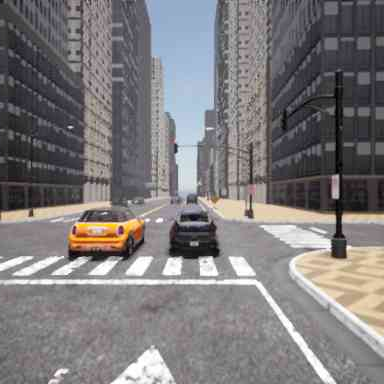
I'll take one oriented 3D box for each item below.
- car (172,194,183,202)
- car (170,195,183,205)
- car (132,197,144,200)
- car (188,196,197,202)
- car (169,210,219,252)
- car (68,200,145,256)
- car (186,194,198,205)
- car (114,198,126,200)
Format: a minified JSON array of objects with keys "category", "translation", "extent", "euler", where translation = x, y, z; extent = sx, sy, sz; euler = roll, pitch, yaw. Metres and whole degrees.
[{"category":"car","translation":[-3.226,1.383,74.832],"extent":[2.097,1.767,4.553],"euler":[0,0,0]},{"category":"car","translation":[-3.229,1.641,64.443],"extent":[2.128,1.511,4.902],"euler":[0,0,0]},{"category":"car","translation":[-9.775,1.624,60.560],"extent":[2.128,1.511,4.902],"euler":[0,0,1]},{"category":"car","translation":[0.024,1.599,75.277],"extent":[1.994,1.385,4.181],"euler":[0,0,0]},{"category":"car","translation":[0.088,1.519,13.885],"extent":[1.837,1.490,4.892],"euler":[0,0,0]},{"category":"car","translation":[-3.165,1.362,13.255],"extent":[2.097,1.767,4.553],"euler":[0,0,0]},{"category":"car","translation":[0.021,1.373,64.890],"extent":[2.150,2.045,5.566],"euler":[0,0,0]},{"category":"car","translation":[-9.822,1.582,45.020],"extent":[1.837,1.490,4.892],"euler":[0,0,0]}]
